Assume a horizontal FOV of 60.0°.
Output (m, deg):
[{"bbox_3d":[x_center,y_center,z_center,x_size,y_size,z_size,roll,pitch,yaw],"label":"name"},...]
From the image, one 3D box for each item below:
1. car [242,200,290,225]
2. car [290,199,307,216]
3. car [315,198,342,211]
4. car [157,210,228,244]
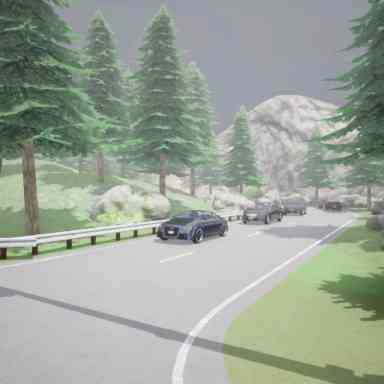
[{"bbox_3d":[5.307,1.506,24.640,2.128,1.511,4.902,0,0,31],"label":"car"},{"bbox_3d":[10.407,1.525,33.494,1.837,1.490,4.892,0,0,24],"label":"car"},{"bbox_3d":[16.771,1.546,40.984,1.882,1.535,5.008,2,0,4],"label":"car"},{"bbox_3d":[0.126,1.573,16.152,1.994,1.385,4.181,0,0,31],"label":"car"}]
